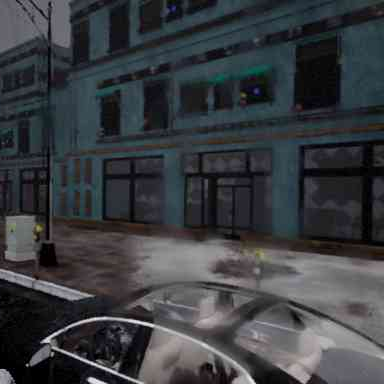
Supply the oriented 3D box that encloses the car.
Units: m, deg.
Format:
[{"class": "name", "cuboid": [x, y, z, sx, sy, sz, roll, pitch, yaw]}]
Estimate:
[{"class": "car", "cuboid": [-0.190, 1.544, 3.007, 4.403, 1.369, 2.008, 0, 1, 35]}]
